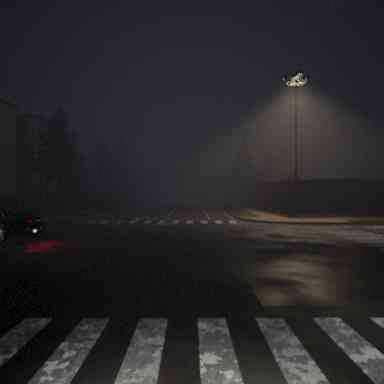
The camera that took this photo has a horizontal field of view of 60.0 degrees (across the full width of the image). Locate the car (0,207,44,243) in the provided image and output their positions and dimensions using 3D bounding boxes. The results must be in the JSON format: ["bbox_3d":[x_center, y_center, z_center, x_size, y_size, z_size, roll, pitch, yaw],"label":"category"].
[{"bbox_3d":[-9.417,1.492,15.973,4.892,1.490,1.837,0,-2,21],"label":"car"}]
